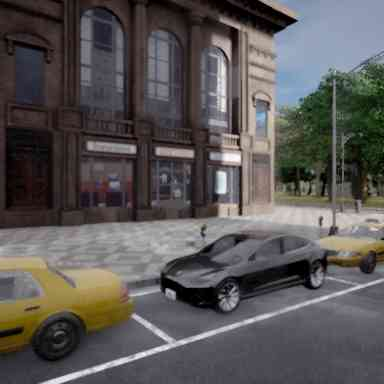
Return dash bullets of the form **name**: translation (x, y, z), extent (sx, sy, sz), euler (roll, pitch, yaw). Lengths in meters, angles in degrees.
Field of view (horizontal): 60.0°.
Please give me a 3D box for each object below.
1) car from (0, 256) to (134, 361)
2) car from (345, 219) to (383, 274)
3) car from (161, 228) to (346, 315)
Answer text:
- **car**: translation (-3.193, 1.525, 4.372), extent (4.829, 1.417, 1.752), euler (0, 0, -36)
- **car**: translation (5.659, 1.566, 10.690), extent (4.829, 1.417, 1.752), euler (0, 0, -36)
- **car**: translation (1.371, 1.586, 7.629), extent (4.313, 1.339, 1.947), euler (0, 0, -36)
